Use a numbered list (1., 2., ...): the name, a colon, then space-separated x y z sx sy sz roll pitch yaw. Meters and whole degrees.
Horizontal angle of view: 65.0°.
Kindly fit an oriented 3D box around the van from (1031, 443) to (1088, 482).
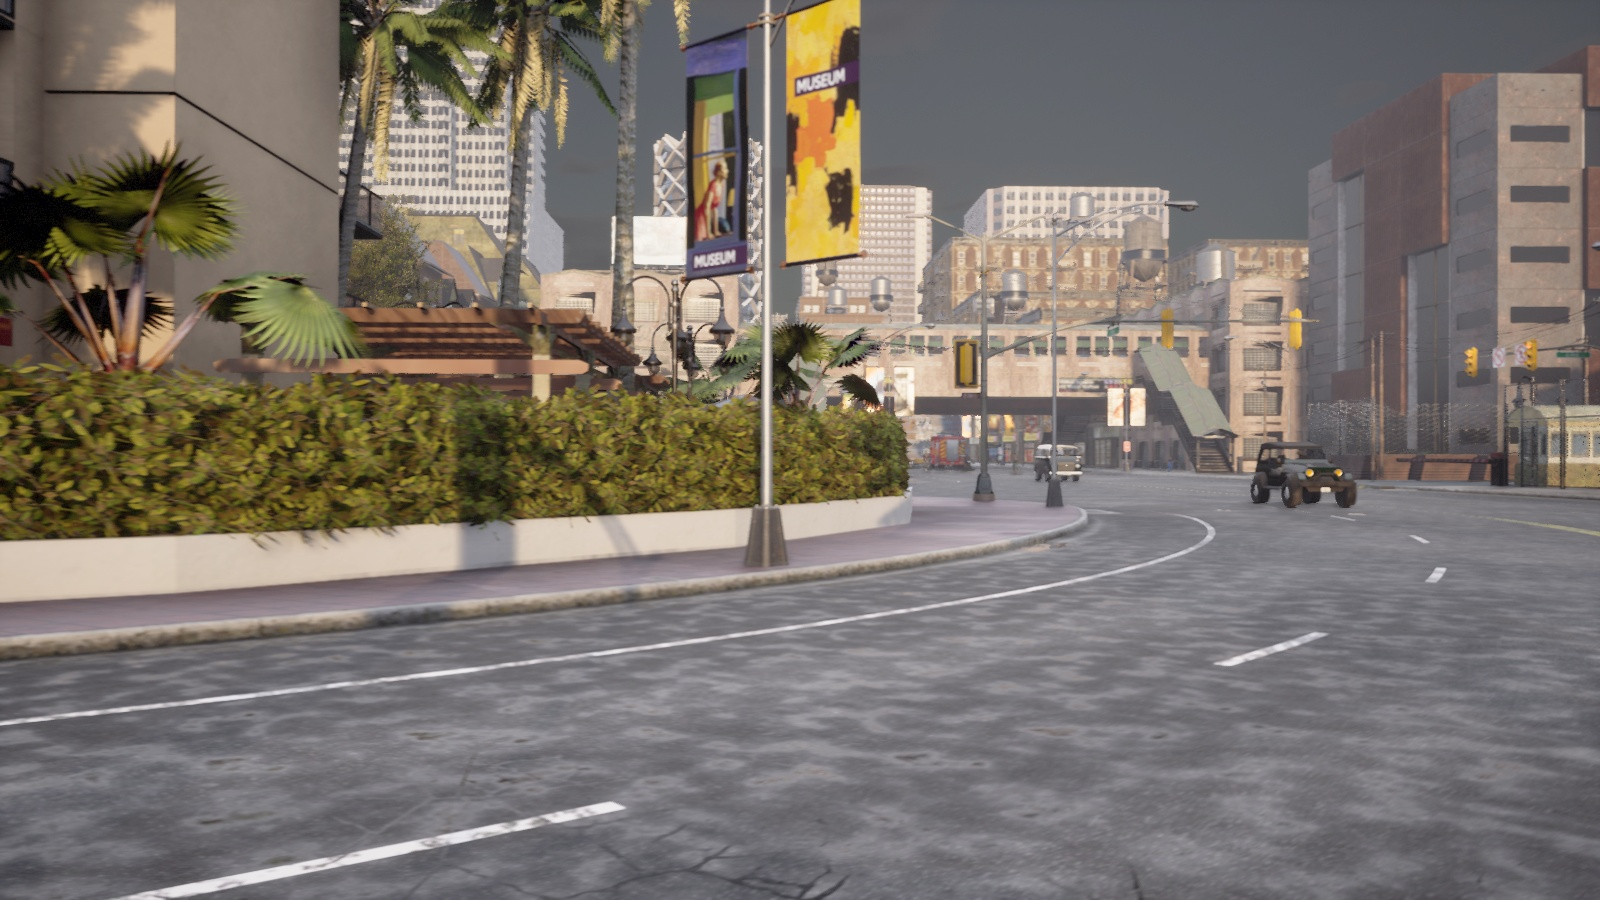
1. van: 14.038 0.648 68.284 2.069 2.038 4.480 0 0 -1

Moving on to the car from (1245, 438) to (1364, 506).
1. car: 14.825 0.620 37.112 1.905 1.878 3.866 0 0 -1
